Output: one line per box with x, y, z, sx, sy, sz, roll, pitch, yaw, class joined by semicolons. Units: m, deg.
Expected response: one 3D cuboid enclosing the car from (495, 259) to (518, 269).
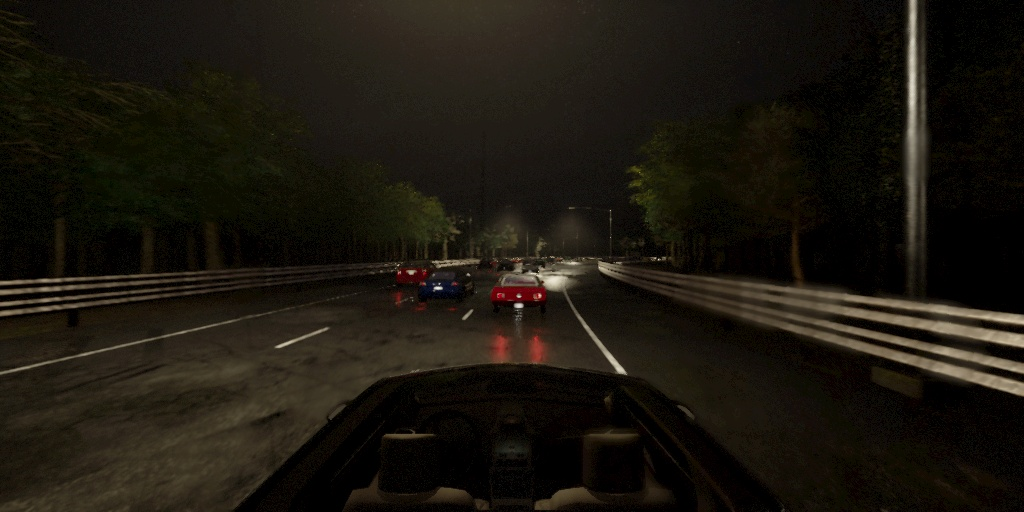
-0.677;1.269;46.732;1.812;1.442;4.674;0;0;7;car

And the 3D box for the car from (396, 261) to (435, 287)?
-6.102;1.104;24.355;2.097;1.767;4.553;0;0;4;car

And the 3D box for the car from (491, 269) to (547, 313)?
0.319;1.354;14.085;1.895;1.301;4.718;0;0;2;car

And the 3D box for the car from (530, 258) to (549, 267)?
4.828;1.061;62.445;2.097;1.767;4.553;0;0;8;car

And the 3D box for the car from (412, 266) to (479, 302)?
-2.981;1.315;16.974;1.994;1.385;4.181;0;0;3;car

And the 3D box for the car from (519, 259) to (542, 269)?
2.178;1.353;41.143;1.895;1.301;4.718;0;0;6;car

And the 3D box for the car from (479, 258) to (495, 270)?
-3.502;1.070;52.677;2.097;1.767;4.553;0;0;7;car
